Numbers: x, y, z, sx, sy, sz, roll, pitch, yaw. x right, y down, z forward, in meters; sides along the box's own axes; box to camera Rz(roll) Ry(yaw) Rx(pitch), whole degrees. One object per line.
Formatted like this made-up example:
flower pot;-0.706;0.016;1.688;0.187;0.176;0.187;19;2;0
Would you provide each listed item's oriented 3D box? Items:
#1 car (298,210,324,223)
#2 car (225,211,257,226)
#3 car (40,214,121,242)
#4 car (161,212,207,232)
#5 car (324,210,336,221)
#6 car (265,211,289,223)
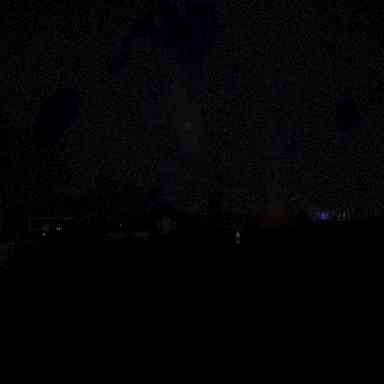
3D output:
car;16.378;3.480;46.660;2.128;1.511;4.902;0;-2;36
car;5.411;2.872;36.308;1.837;1.490;4.892;0;-3;35
car;-6.432;2.036;19.741;2.128;1.511;4.902;0;-2;37
car;-0.585;2.435;27.896;2.128;1.511;4.902;0;-2;35
car;22.149;3.768;54.786;2.097;1.767;4.553;0;-3;37
car;11.426;3.277;44.704;1.882;1.535;5.008;0;-2;36
